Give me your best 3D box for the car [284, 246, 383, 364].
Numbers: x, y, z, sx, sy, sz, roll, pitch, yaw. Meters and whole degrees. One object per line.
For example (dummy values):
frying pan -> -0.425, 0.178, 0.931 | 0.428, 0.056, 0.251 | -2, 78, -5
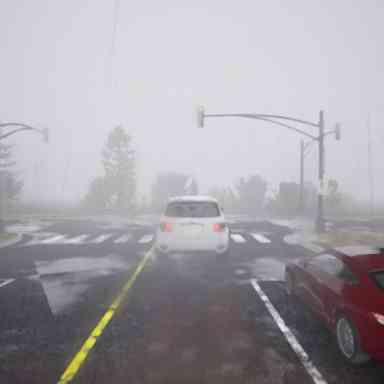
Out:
car -> 2.813, 1.547, 5.529 | 1.802, 1.307, 4.206 | -1, 0, 0

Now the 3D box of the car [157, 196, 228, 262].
car -> -0.007, 1.147, 11.983 | 2.150, 2.045, 5.566 | 0, 0, -1
